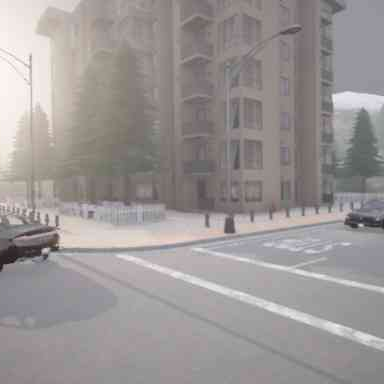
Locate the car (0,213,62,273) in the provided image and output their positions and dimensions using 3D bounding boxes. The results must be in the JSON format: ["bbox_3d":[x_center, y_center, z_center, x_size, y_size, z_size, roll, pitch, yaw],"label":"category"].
[{"bbox_3d":[-6.197,1.384,9.739,4.902,1.511,2.128,0,2,19],"label":"car"}]

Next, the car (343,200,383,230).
[{"bbox_3d":[9.931,1.109,17.175,5.357,1.411,2.033,-1,1,-39],"label":"car"}]
